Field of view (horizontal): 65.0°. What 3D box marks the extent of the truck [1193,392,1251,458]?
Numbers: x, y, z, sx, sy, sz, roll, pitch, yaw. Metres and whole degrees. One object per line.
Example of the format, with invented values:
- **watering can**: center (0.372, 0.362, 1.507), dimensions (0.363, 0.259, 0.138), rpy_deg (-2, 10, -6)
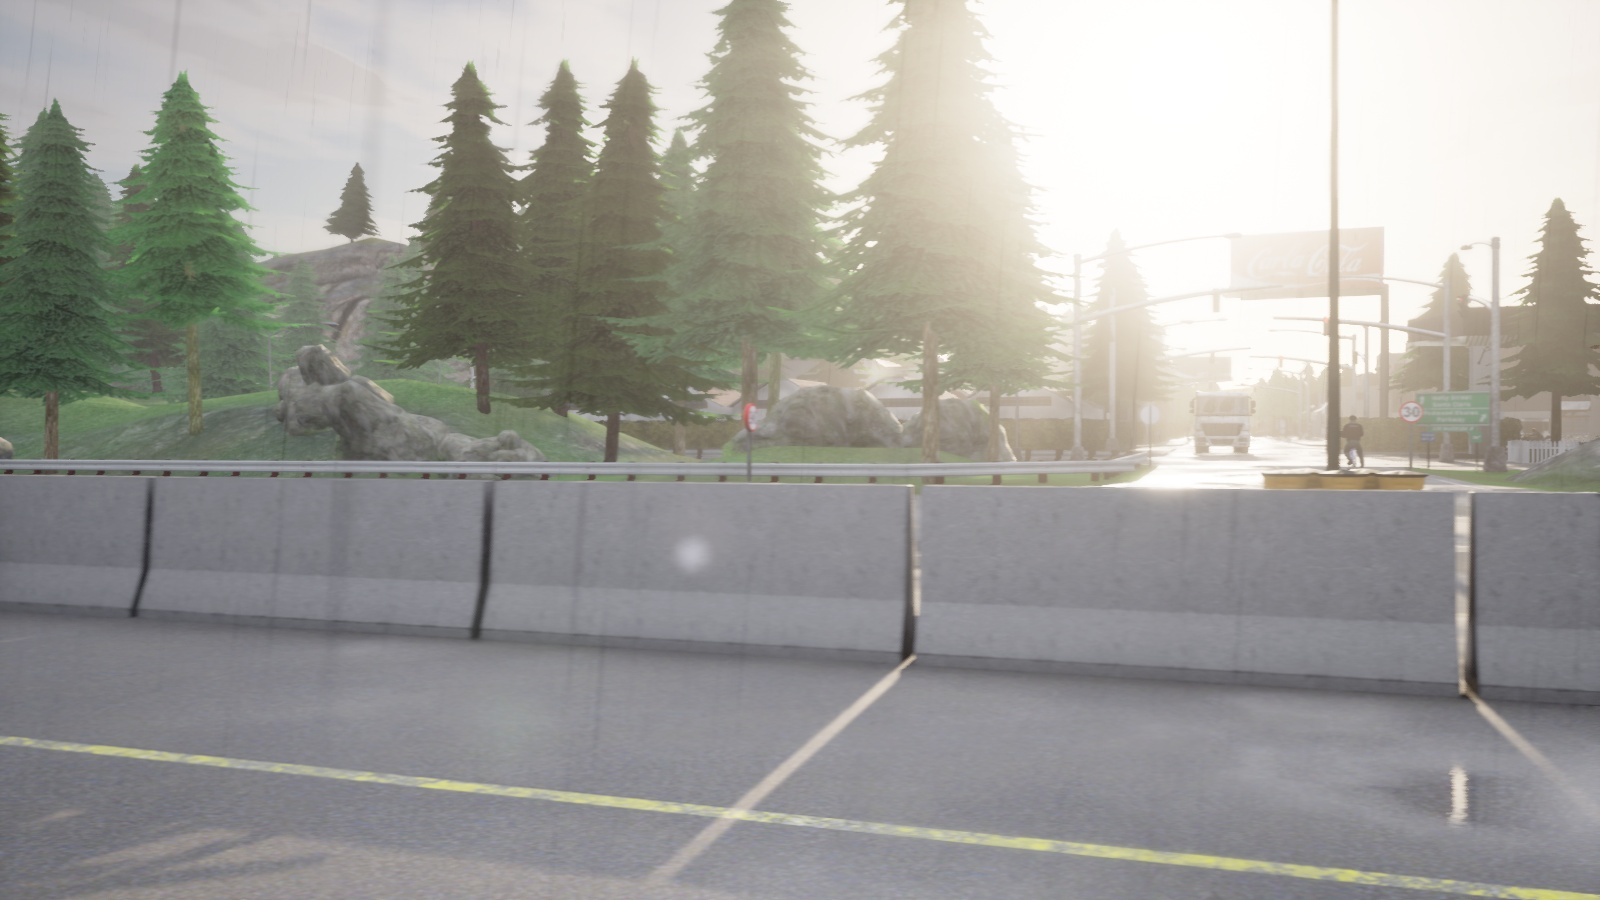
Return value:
- **truck**: center (23.744, -1.377, 70.740), dimensions (2.891, 3.462, 7.936), rpy_deg (1, 1, 18)
